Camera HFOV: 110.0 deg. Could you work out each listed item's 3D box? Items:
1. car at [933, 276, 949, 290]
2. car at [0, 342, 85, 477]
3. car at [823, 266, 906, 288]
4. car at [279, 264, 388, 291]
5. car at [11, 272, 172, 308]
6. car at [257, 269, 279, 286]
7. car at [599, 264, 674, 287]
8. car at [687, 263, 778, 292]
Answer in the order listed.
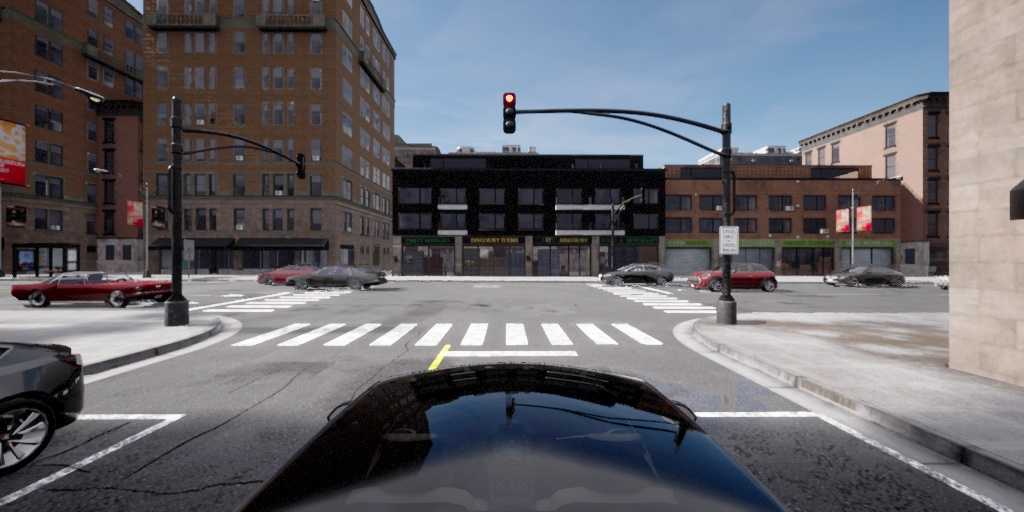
[{"bbox_3d":[28.479,1.503,21.449,4.718,1.301,1.895,0,0,-1],"label":"car"},{"bbox_3d":[-5.387,1.316,2.006,1.948,1.339,4.313,0,0,0],"label":"car"},{"bbox_3d":[24.186,1.404,24.645,4.674,1.442,1.812,0,0,-1],"label":"car"},{"bbox_3d":[-10.117,1.253,20.945,5.357,1.411,2.033,0,0,-1],"label":"car"},{"bbox_3d":[-16.202,1.279,14.161,4.718,1.301,1.895,0,0,-1],"label":"car"},{"bbox_3d":[-14.615,1.248,24.137,4.181,1.385,1.994,0,0,-1],"label":"car"},{"bbox_3d":[8.419,1.288,24.440,4.902,1.511,2.128,0,0,-1],"label":"car"},{"bbox_3d":[12.932,1.173,21.246,4.553,1.767,2.097,0,0,-1],"label":"car"}]
